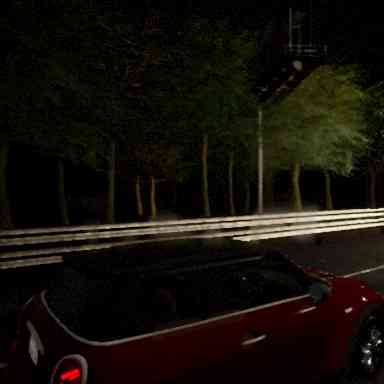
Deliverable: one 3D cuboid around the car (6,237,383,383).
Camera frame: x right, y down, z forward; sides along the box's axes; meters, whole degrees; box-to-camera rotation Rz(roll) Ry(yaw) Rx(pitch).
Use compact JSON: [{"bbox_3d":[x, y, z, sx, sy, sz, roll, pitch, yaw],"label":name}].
[{"bbox_3d":[0.415,1.344,4.005,4.553,1.767,2.097,0,0,-35],"label":"car"}]
